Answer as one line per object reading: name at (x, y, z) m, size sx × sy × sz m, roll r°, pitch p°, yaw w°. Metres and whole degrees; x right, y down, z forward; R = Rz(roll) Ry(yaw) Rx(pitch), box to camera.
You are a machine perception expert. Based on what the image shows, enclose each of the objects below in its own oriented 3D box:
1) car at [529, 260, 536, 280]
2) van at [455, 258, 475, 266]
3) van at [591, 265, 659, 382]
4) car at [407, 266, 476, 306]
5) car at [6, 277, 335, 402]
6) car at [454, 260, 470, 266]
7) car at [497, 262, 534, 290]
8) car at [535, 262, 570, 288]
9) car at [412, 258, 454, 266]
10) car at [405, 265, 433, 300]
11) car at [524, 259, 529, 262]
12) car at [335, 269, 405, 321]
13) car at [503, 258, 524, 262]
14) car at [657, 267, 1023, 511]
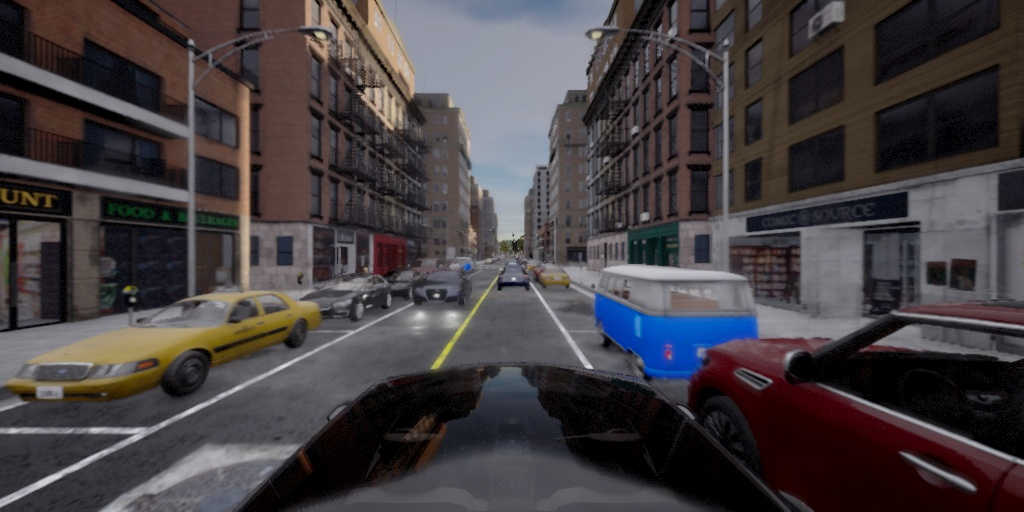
car at (2.658, 1.170, 28.393) m, size 1.967 × 1.591 × 4.097 m, roll 0°, pitch 0°, yaw 0°
van at (-5.394, 1.063, 39.204) m, size 1.690 × 1.789 × 3.998 m, roll 0°, pitch 0°, yaw 0°
van at (2.680, 1.087, 6.769) m, size 1.690 × 1.789 × 3.998 m, roll 0°, pitch 0°, yaw 0°
car at (-2.851, 1.304, 15.545) m, size 1.994 × 1.385 × 4.181 m, roll 0°, pitch 0°, yaw 0°
car at (-5.400, 1.272, 6.597) m, size 1.751 × 1.417 × 4.829 m, roll 0°, pitch 0°, yaw 0°
car at (-5.395, 1.308, 33.797) m, size 1.802 × 1.307 × 4.207 m, roll 0°, pitch 0°, yaw 0°
car at (0.100, 1.298, 22.516) m, size 1.994 × 1.385 × 4.181 m, roll 0°, pitch 0°, yaw 0°
car at (2.663, 1.260, 23.157) m, size 1.751 × 1.417 × 4.829 m, roll 0°, pitch 0°, yaw 0°
car at (-5.397, 1.049, 22.985) m, size 2.192 × 1.841 × 5.009 m, roll 0°, pitch 0°, yaw 0°
car at (-5.398, 1.304, 17.579) m, size 1.948 × 1.339 × 4.313 m, roll 0°, pitch 0°, yaw 0°
car at (2.641, 1.244, 44.781) m, size 1.751 × 1.417 × 4.829 m, roll 0°, pitch 0°, yaw 0°
car at (-5.399, 1.293, 12.172) m, size 2.007 × 1.370 × 4.403 m, roll 0°, pitch 0°, yaw 0°
car at (0.096, 1.248, 39.738) m, size 1.812 × 1.442 × 4.674 m, roll 0°, pitch 0°, yaw 0°
car at (2.685, 1.065, 1.362) m, size 2.192 × 1.841 × 5.009 m, roll 0°, pitch 0°, yaw 0°
